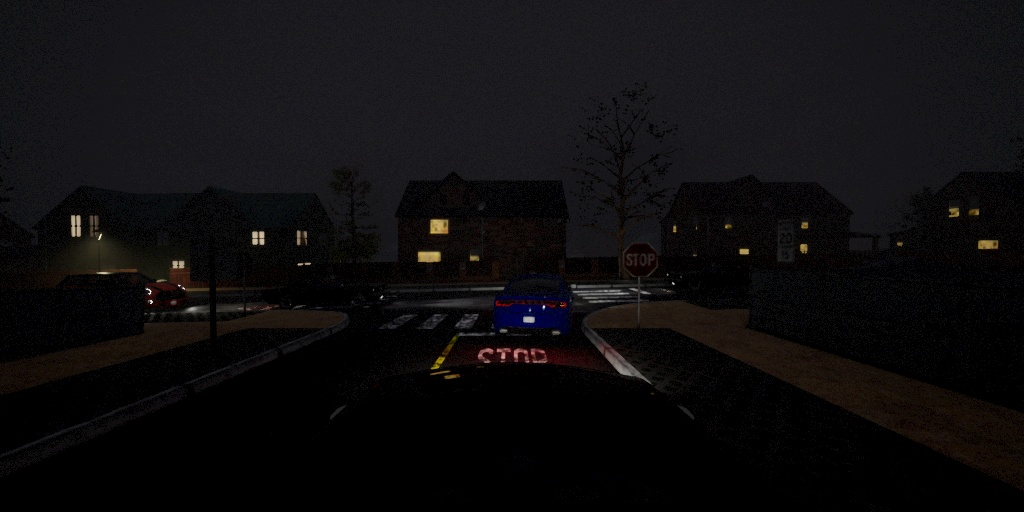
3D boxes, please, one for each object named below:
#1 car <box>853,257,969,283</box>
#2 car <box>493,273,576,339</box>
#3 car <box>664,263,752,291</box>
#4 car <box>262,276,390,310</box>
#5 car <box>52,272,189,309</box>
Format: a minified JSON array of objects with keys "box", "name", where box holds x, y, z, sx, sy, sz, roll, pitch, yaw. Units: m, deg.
[{"box":[20.060,0.753,18.365,5.357,1.411,2.033,-1,1,0],"name":"car"},{"box":[0.788,1.226,10.198,1.882,1.535,5.008,0,0,10],"name":"car"},{"box":[10.414,1.034,18.331,4.718,1.301,1.895,-1,1,-1],"name":"car"},{"box":[-7.808,1.506,15.408,4.718,1.301,1.895,-1,1,0],"name":"car"},{"box":[-16.796,1.472,15.402,4.553,1.767,2.097,-1,1,0],"name":"car"}]
